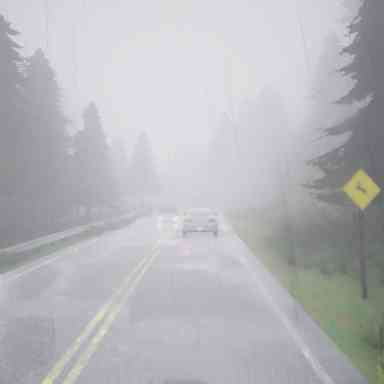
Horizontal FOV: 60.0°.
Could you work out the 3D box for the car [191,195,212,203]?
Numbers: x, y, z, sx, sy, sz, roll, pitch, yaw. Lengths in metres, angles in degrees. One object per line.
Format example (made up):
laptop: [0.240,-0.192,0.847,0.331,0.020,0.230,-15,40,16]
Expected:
car: [1.108,1.314,38.978,2.150,2.045,5.566,0,0,-1]

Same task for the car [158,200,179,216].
car: [-2.363,1.560,34.539,1.882,1.535,5.008,0,0,1]

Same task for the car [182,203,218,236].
car: [0.471,1.564,18.468,1.812,1.442,4.674,0,0,2]

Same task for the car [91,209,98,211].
car: [-20.603,4.374,71.345,1.837,1.490,4.892,4,-11,-42]
